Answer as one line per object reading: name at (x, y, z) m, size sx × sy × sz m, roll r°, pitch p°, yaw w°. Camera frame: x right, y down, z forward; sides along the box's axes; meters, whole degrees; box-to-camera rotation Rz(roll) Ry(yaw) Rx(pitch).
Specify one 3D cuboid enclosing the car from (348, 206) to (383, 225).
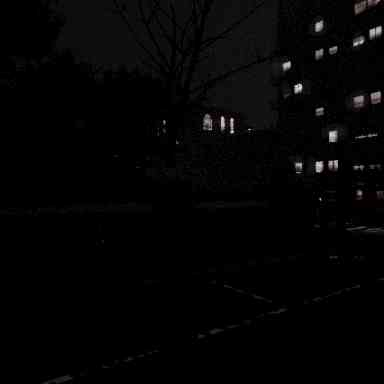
car at (13.723, 1.737, 24.323) m, size 1.994 × 1.385 × 4.181 m, roll 0°, pitch -1°, yaw -41°

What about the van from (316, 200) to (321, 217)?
van at (10.526, 1.646, 32.576) m, size 1.690 × 1.788 × 3.998 m, roll -1°, pitch 0°, yaw -36°
